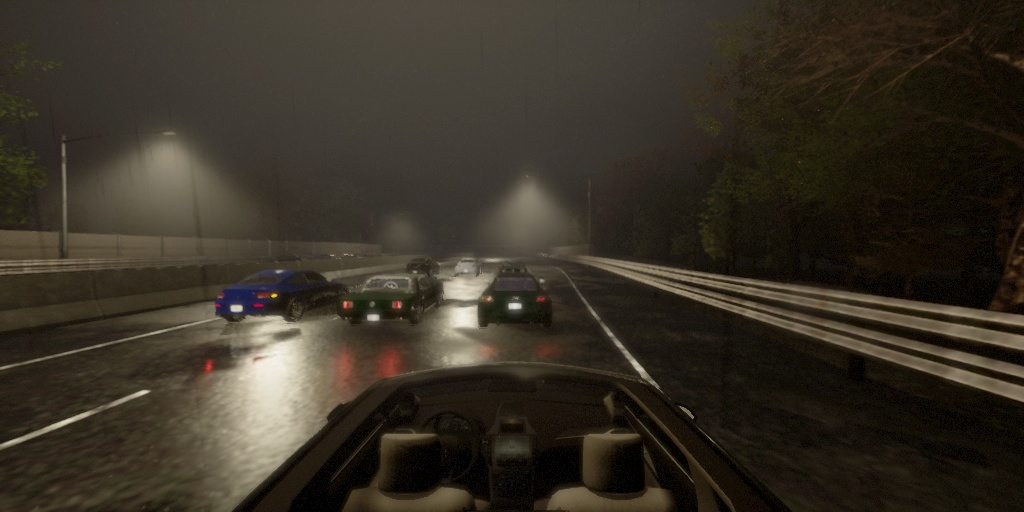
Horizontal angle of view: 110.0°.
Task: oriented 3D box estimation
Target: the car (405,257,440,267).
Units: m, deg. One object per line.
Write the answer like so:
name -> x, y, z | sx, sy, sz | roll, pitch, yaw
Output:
car -> -6.907, 0.842, 27.987 | 1.837, 1.490, 4.892 | 0, 1, 0

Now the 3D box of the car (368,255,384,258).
car -> -17.568, 0.588, 46.258 | 1.812, 1.442, 4.674 | 0, 1, 0

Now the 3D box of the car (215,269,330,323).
car -> -6.916, 1.123, 11.312 | 1.812, 1.442, 4.674 | 0, 1, 0

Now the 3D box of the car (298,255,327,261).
car -> -24.560, 0.612, 46.056 | 2.033, 1.411, 5.357 | 0, 1, 0

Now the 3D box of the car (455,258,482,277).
car -> -3.411, 0.852, 28.733 | 1.812, 1.442, 4.674 | 0, 1, 0

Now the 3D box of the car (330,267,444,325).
car -> -3.415, 1.202, 11.090 | 1.895, 1.301, 4.718 | 0, 1, 0

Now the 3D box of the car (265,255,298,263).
car -> -28.035, 0.571, 44.075 | 1.882, 1.535, 5.008 | 0, 1, 0

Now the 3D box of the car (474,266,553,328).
car -> 0.082, 1.169, 10.789 | 1.994, 1.385, 4.181 | 0, 1, 0

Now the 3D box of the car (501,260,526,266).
car -> 0.087, 0.968, 26.083 | 1.895, 1.301, 4.718 | 0, 1, 0

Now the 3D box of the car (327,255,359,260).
car -> -21.063, 0.612, 46.129 | 2.033, 1.411, 5.357 | 0, 1, 0
